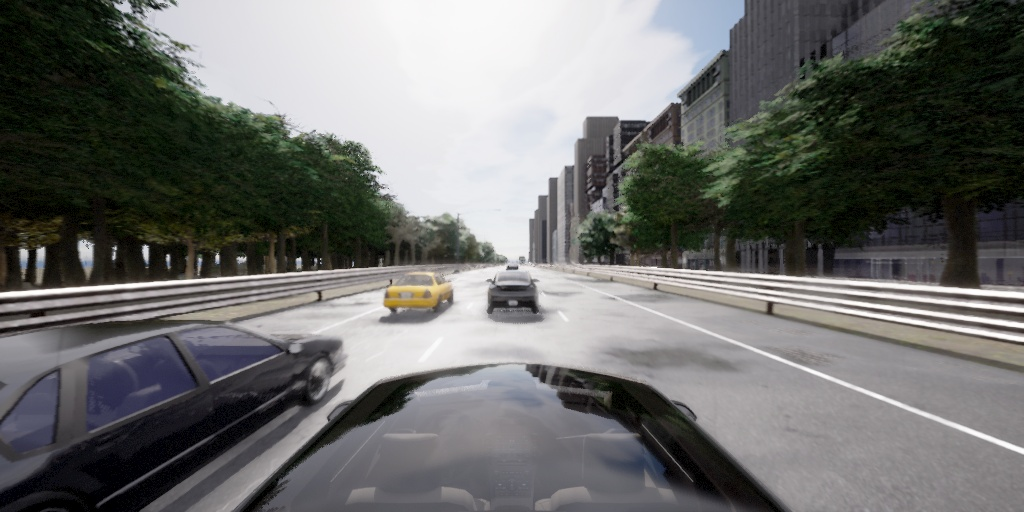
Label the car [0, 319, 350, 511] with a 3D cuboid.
[{"bbox_3d":[-3.500,1.306,3.235,2.033,1.411,5.357,0,0,0],"label":"car"}]

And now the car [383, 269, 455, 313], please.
[{"bbox_3d":[-3.500,1.282,14.428,1.801,1.575,5.366,0,0,0],"label":"car"}]

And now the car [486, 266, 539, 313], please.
[{"bbox_3d":[0.029,1.331,14.427,1.837,1.490,4.892,0,0,0],"label":"car"}]

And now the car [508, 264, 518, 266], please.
[{"bbox_3d":[0.098,1.876,54.578,1.882,1.535,5.008,0,-1,0],"label":"car"}]
